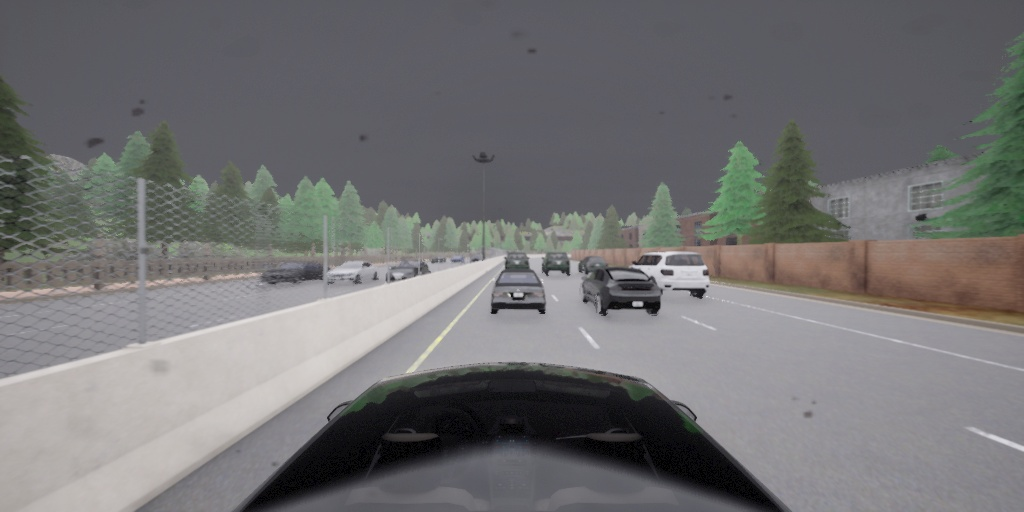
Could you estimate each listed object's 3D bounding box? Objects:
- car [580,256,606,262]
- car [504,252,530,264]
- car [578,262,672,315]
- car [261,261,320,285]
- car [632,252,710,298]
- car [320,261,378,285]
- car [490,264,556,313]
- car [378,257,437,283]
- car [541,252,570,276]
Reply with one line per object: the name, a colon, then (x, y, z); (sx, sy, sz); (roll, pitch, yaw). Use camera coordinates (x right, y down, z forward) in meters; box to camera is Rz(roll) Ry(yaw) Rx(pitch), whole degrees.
car: (7.448, 0.791, 33.226); (2.097, 1.767, 4.553); (0, 1, 1)
car: (0.431, 0.658, 32.645); (2.150, 2.045, 5.566); (0, 1, 0)
car: (3.713, 1.145, 12.924); (1.837, 1.490, 4.892); (0, 0, 1)
car: (-13.864, 1.058, 23.590); (2.033, 1.411, 5.357); (0, 1, 1)
car: (7.265, 0.822, 17.336); (2.150, 2.045, 5.566); (0, 1, 1)
car: (-10.362, 1.040, 23.718); (1.812, 1.442, 4.674); (0, 1, 1)
car: (0.216, 1.181, 13.212); (2.033, 1.411, 5.357); (0, 1, 1)
car: (-6.857, 1.006, 24.089); (2.128, 1.511, 4.902); (0, 1, 1)
car: (3.943, 0.662, 32.663); (2.150, 2.045, 5.566); (0, 1, 1)
